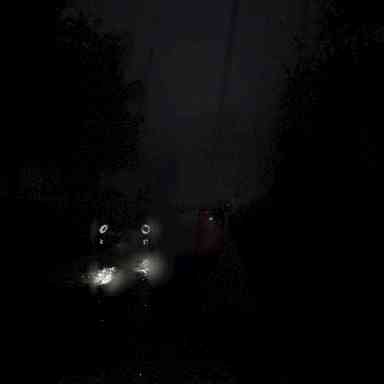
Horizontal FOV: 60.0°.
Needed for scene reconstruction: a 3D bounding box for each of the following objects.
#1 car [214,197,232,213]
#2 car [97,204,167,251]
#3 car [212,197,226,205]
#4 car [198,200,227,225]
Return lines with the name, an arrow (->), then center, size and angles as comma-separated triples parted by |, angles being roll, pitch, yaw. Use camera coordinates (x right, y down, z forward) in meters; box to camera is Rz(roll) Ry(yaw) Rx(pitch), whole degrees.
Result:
car -> 3.955, 1.636, 42.528 | 2.097, 1.767, 4.553 | 1, 0, 9
car -> -2.331, 1.357, 14.019 | 2.097, 1.767, 4.553 | 0, 0, 4
car -> 5.087, 1.630, 61.756 | 1.895, 1.301, 4.718 | 2, 2, 14
car -> 1.536, 1.606, 25.125 | 1.837, 1.490, 4.892 | 0, 0, 6
